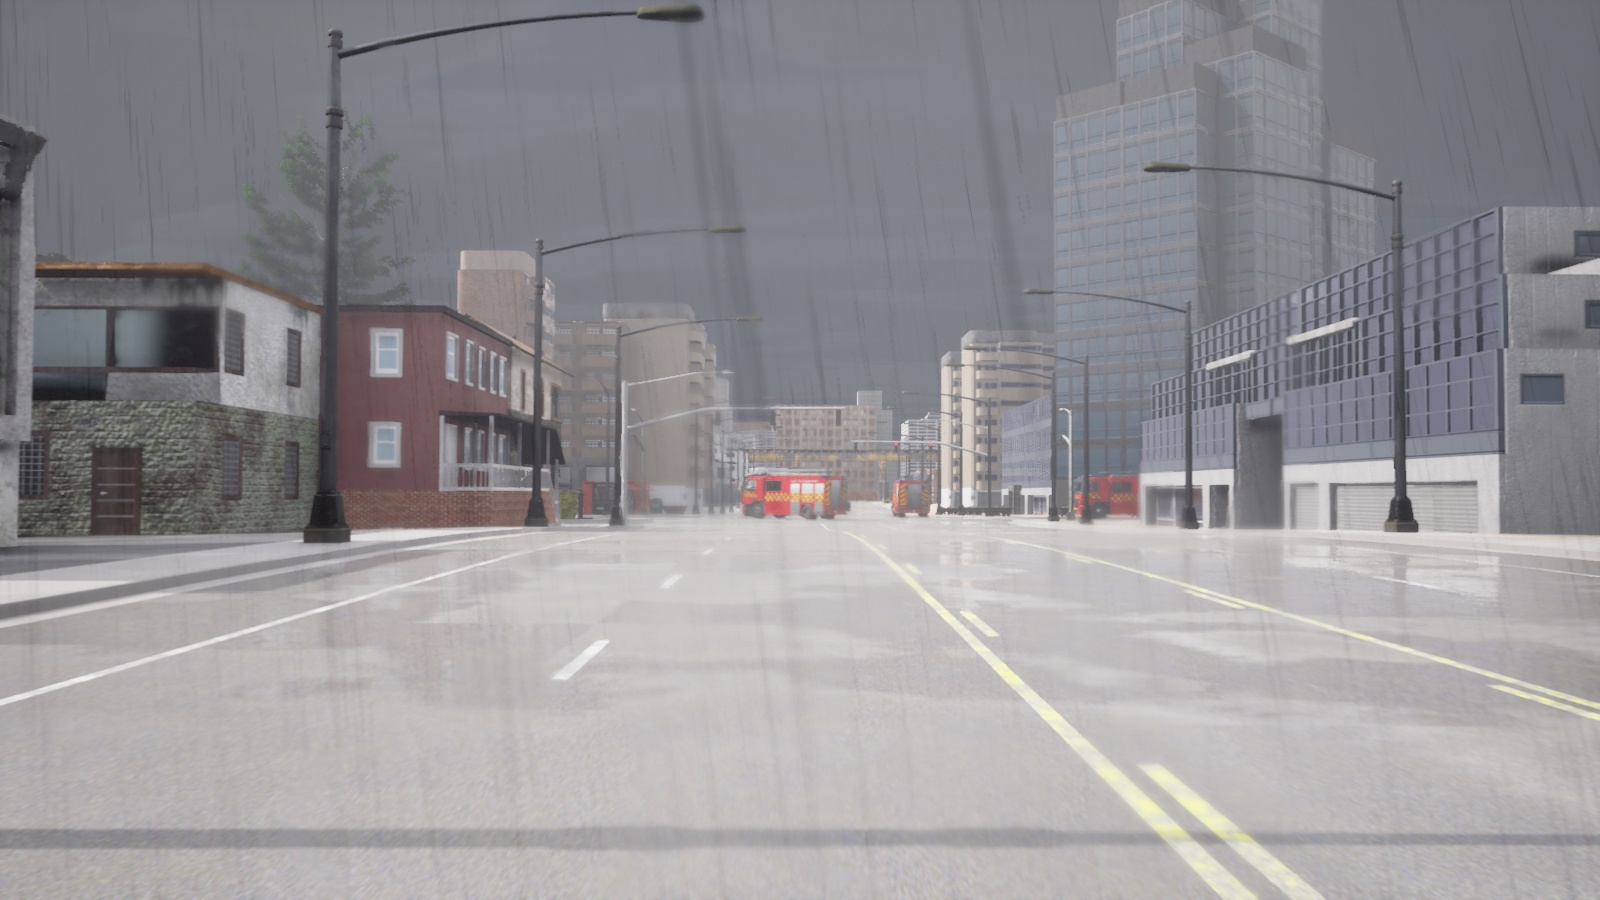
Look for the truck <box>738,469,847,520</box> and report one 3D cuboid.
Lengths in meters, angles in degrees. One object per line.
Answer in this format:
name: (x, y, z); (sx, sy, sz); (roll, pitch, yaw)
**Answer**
truck: (-0.635, 3.431, 96.358); (8.468, 3.827, 2.891); (-2, -3, 40)
